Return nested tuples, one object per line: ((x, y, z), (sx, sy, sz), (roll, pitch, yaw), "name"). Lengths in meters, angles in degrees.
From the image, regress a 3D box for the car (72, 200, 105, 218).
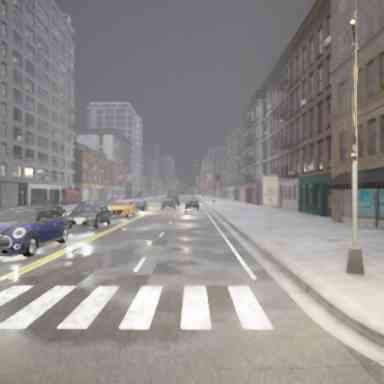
((-9.823, 1.563, 31.959), (1.812, 1.442, 4.674), (0, 0, 0), "car")

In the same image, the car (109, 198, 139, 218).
((-6.571, 1.515, 31.382), (1.882, 1.535, 5.008), (0, 0, 0), "car")

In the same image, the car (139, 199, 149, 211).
((-6.553, 1.572, 41.234), (1.812, 1.442, 4.674), (0, 0, 1), "car")

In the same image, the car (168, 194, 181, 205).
((-3.146, 1.279, 55.349), (2.150, 2.045, 5.566), (0, 0, 0), "car")

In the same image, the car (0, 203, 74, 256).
((-6.585, 1.369, 13.040), (2.097, 1.767, 4.553), (0, 0, 0), "car")

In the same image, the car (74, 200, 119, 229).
((-6.576, 1.519, 21.879), (2.128, 1.511, 4.902), (0, 0, 0), "car")

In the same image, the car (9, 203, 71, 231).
((-9.830, 1.533, 22.014), (1.837, 1.490, 4.892), (0, 0, 0), "car")

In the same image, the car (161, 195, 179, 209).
((-3.138, 1.553, 45.102), (1.837, 1.490, 4.892), (0, 0, 0), "car")

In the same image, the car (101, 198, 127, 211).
((-9.797, 1.538, 42.257), (2.128, 1.511, 4.902), (0, 0, 0), "car")

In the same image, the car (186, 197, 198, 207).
((0.016, 1.582, 53.939), (1.812, 1.442, 4.674), (0, 0, 0), "car")

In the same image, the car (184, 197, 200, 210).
((0.014, 1.553, 43.520), (1.837, 1.490, 4.892), (0, 0, 0), "car")
